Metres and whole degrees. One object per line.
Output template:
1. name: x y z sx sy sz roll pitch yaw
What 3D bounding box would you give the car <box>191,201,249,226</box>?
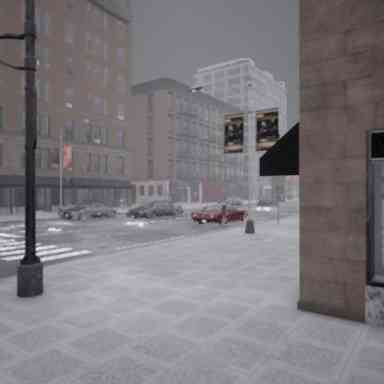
1. car: 2.046 1.495 22.343 1.895 1.301 4.718 0 0 36

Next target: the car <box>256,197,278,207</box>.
1. car: 10.406 1.364 45.596 1.994 1.385 4.181 0 0 36

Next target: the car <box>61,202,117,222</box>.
1. car: -7.846 1.481 25.533 1.994 1.385 4.181 0 0 35

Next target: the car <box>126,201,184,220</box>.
1. car: -2.863 1.444 26.942 2.033 1.411 5.357 0 0 35

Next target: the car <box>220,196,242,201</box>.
1. car: 4.943 1.328 43.553 1.837 1.490 4.892 0 0 36
